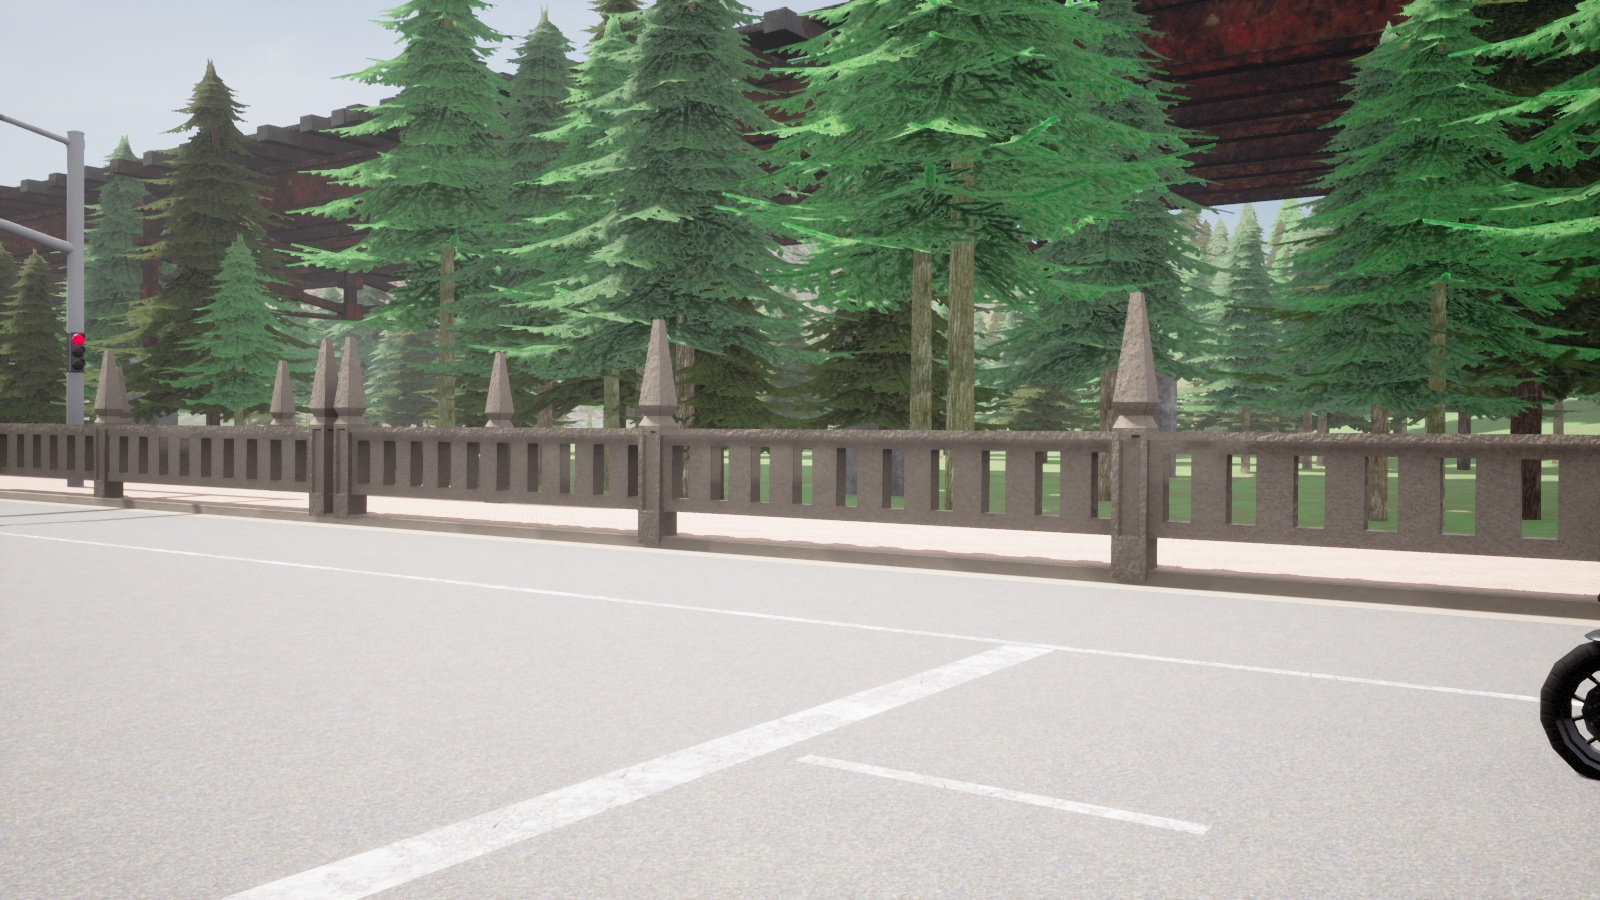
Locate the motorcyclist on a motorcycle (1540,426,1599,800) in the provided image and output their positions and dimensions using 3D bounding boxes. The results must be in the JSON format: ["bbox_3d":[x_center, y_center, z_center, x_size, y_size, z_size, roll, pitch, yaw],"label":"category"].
[{"bbox_3d":[4.247,0.660,5.004,2.191,1.530,0.866,0,1,34],"label":"motorcyclist on a motorcycle"}]
